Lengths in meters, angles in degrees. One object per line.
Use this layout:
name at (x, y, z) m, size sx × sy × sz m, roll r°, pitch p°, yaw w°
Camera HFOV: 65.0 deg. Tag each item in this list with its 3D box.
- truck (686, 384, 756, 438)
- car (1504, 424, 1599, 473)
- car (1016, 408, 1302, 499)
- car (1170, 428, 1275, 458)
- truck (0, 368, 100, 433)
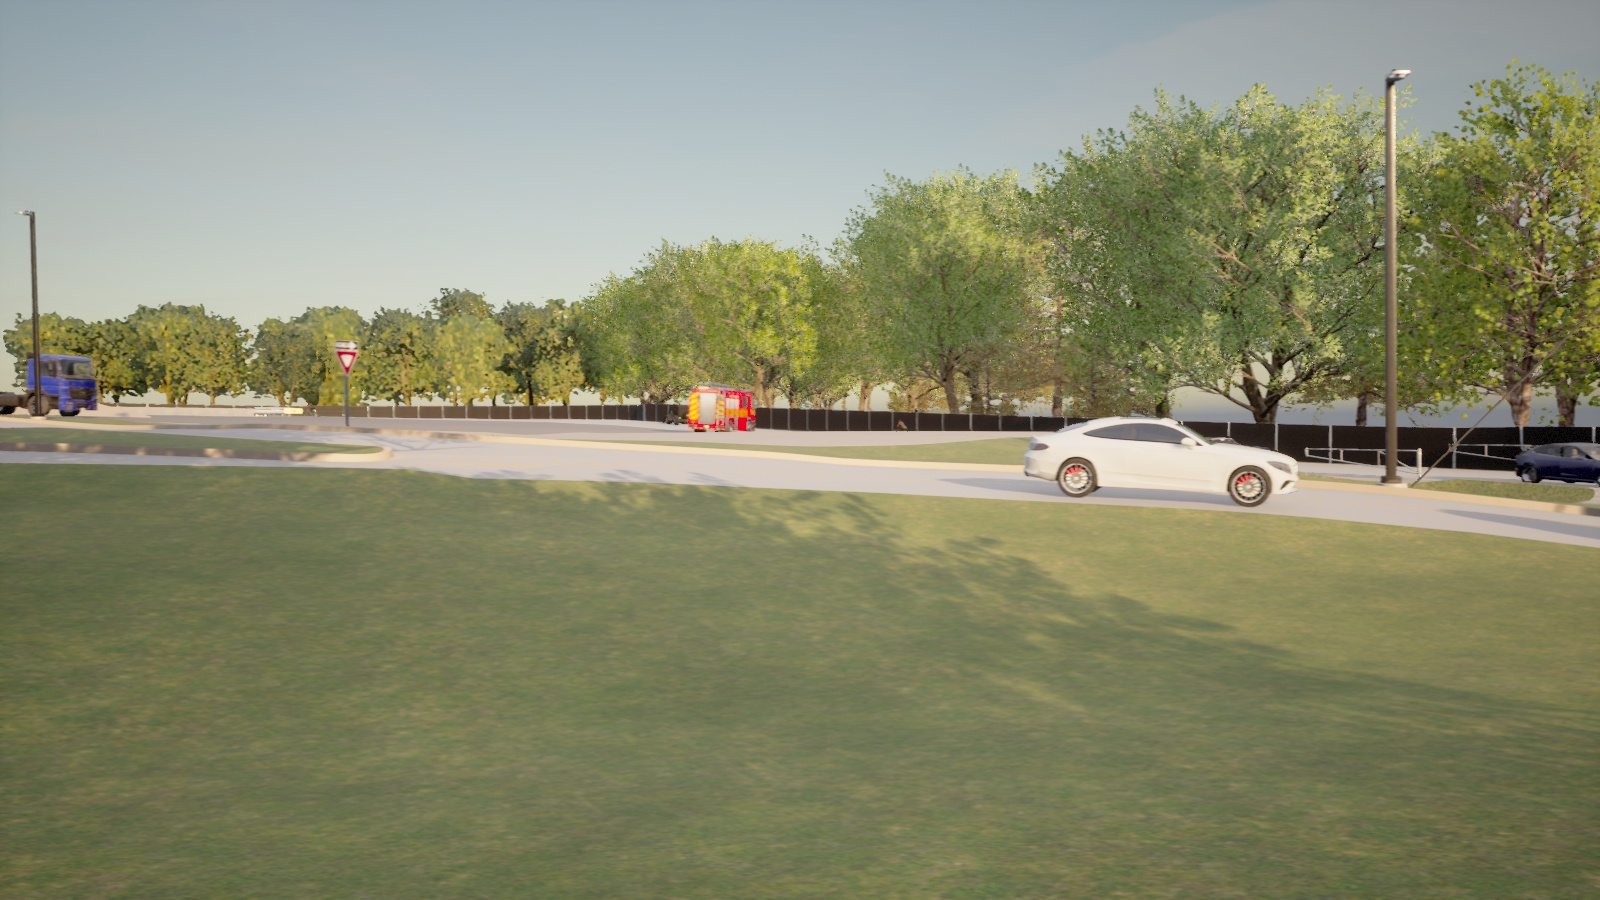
truck at (-5.894, -2.918, 95.473) m, size 2.891 × 3.827 × 8.468 m, roll 2°, pitch 1°, yaw 13°
car at (26.769, -0.076, 42.693) m, size 2.163 × 1.488 × 4.792 m, roll -3°, pitch 2°, yaw -16°
car at (6.326, 0.008, 22.249) m, size 4.674 × 1.442 × 1.812 m, roll 1°, pitch 2°, yaw 19°
car at (19.882, -0.360, 59.302) m, size 1.895 × 1.301 × 4.718 m, roll -3°, pitch 2°, yaw -27°
truck at (-43.089, -2.661, 68.862) m, size 7.936 × 3.462 × 2.891 m, roll 0°, pitch 1°, yaw 6°
